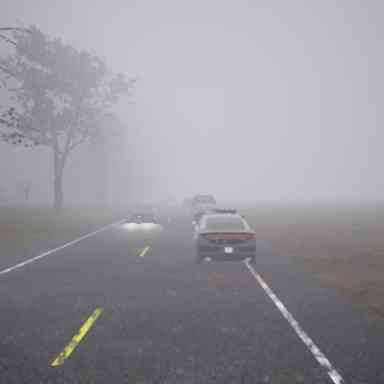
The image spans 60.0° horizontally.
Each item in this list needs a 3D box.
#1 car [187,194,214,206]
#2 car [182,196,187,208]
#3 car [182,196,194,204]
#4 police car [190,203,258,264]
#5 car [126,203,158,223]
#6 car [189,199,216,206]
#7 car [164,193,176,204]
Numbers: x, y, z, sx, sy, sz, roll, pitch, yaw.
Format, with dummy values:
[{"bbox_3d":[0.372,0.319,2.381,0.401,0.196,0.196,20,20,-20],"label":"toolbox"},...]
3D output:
[{"bbox_3d":[0.892,1.214,27.855,2.150,2.045,5.566,0,0,-1],"label":"car"},{"bbox_3d":[-0.421,1.348,47.851,2.097,1.767,4.553,0,0,-1],"label":"car"},{"bbox_3d":[-0.728,1.495,62.375,2.128,1.511,4.902,0,0,-1],"label":"car"},{"bbox_3d":[1.017,1.418,11.919,1.930,1.638,5.238,0,0,0],"label":"police car"},{"bbox_3d":[-3.739,1.554,25.472,1.994,1.385,4.181,0,0,-1],"label":"car"},{"bbox_3d":[0.949,1.469,21.819,1.882,1.535,5.008,0,0,0],"label":"car"},{"bbox_3d":[-4.326,1.230,66.137,2.150,2.045,5.566,0,0,-1],"label":"car"}]
